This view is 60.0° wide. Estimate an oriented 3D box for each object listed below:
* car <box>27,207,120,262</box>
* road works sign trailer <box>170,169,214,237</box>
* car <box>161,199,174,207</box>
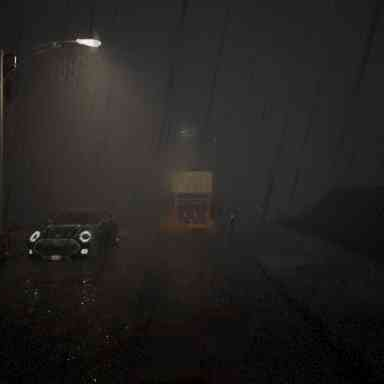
[{"bbox_3d":[-4.098,1.386,12.228,2.097,1.767,4.553,0,0,0],"label":"car"},{"bbox_3d":[0.001,0.515,18.450,2.380,3.560,2.880,0,0,0],"label":"road works sign trailer"},{"bbox_3d":[-4.043,1.751,55.072,1.895,1.301,4.718,0,0,1],"label":"car"}]
